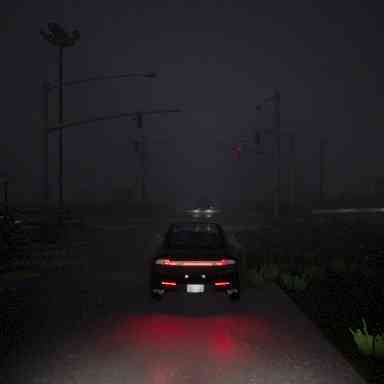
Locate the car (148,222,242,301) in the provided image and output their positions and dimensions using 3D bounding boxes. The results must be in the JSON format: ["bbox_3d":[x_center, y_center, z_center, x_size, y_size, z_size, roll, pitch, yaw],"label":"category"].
[{"bbox_3d":[0.080,1.492,8.314,2.128,1.511,4.902,0,0,0],"label":"car"}]

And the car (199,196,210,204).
[{"bbox_3d":[2.435,1.529,62.049,1.994,1.385,4.181,0,0,3],"label":"car"}]

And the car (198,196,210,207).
[{"bbox_3d":[1.902,1.443,52.107,1.882,1.535,5.008,0,0,3],"label":"car"}]

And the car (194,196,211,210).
[{"bbox_3d":[1.429,1.491,42.899,1.812,1.442,4.674,0,0,3],"label":"car"}]
